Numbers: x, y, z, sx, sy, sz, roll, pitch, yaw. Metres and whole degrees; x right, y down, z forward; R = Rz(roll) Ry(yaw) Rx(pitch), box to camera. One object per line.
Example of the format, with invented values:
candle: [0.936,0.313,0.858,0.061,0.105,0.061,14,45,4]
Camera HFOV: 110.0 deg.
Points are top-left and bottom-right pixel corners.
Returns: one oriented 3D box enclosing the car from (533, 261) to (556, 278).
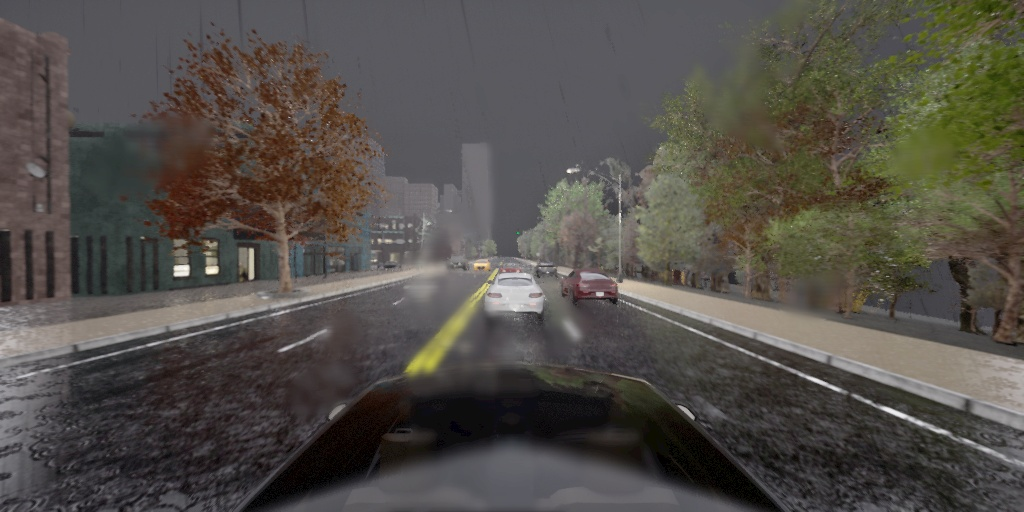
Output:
car: [3.077,1.237,33.537,2.128,1.511,4.902,0,0,-1]

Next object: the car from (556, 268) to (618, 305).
car: [3.305,1.273,15.875,1.812,1.442,4.674,0,0,-1]

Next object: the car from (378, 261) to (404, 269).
car: [-20.671,1.566,61.209,4.313,1.339,1.948,0,0,-1]

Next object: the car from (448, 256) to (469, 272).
car: [-7.054,0.970,47.912,2.150,2.045,5.566,0,0,0]

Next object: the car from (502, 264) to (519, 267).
car: [-0.165,1.347,33.057,1.895,1.301,4.718,0,0,-1]

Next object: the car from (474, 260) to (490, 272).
car: [-3.789,1.224,45.951,1.882,1.535,5.008,0,0,-1]

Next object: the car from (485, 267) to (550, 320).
car: [0.091,1.274,12.472,1.812,1.442,4.674,0,0,0]
